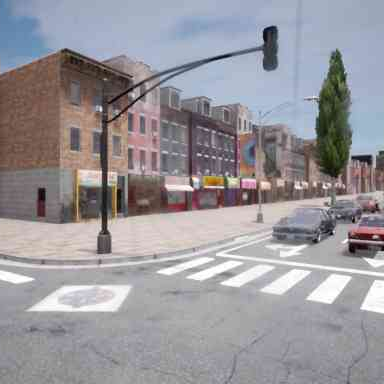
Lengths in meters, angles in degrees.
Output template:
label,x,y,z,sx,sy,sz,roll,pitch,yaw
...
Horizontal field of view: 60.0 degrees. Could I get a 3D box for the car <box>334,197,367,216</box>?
label,x,y,z,sx,sy,sz,roll,pitch,yaw
car,11.158,1.343,24.179,1.837,1.490,4.892,0,1,34

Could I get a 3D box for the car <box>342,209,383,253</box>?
label,x,y,z,sx,sy,sz,roll,pitch,yaw
car,7.330,1.546,12.814,1.895,1.301,4.718,0,0,34

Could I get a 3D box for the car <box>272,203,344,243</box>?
label,x,y,z,sx,sy,sz,roll,pitch,yaw
car,5.619,1.481,16.068,2.033,1.411,5.357,0,0,34

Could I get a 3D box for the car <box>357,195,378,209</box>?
label,x,y,z,sx,sy,sz,roll,pitch,yaw
car,16.948,1.070,32.599,2.097,1.767,4.553,0,1,35

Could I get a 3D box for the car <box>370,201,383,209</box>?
label,x,y,z,sx,sy,sz,roll,pitch,yaw
car,12.293,1.432,20.087,1.994,1.385,4.181,0,1,34
